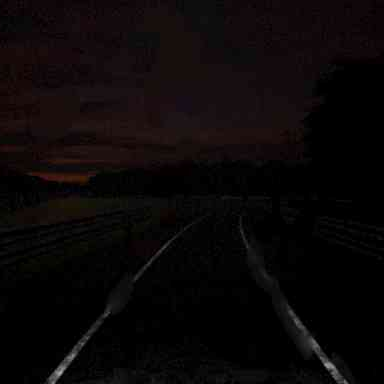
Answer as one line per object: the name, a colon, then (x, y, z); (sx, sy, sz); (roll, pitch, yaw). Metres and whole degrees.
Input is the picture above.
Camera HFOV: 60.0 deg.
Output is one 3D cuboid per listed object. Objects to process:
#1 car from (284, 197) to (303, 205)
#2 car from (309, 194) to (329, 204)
car: (20.415, 1.747, 66.551); (5.008, 1.535, 1.882); (1, 0, -42)
car: (28.013, 1.567, 73.254); (5.566, 2.045, 2.150); (1, 0, -34)
